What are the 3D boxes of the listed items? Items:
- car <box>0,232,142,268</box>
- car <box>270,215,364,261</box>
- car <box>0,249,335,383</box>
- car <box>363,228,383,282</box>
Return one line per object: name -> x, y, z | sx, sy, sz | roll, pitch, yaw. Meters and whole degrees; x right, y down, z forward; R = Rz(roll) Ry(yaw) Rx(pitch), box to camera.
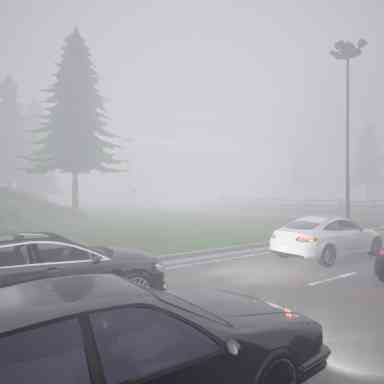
car -> -2.776, 1.491, 6.065 | 4.902, 1.511, 2.128 | 0, 0, -35
car -> 4.653, 1.526, 11.399 | 4.674, 1.442, 1.812 | 0, 0, -35
car -> -1.013, 1.547, 3.022 | 5.357, 1.411, 2.033 | 0, 0, -36
car -> 6.491, 1.564, 8.416 | 4.181, 1.385, 1.994 | 0, 0, -35
